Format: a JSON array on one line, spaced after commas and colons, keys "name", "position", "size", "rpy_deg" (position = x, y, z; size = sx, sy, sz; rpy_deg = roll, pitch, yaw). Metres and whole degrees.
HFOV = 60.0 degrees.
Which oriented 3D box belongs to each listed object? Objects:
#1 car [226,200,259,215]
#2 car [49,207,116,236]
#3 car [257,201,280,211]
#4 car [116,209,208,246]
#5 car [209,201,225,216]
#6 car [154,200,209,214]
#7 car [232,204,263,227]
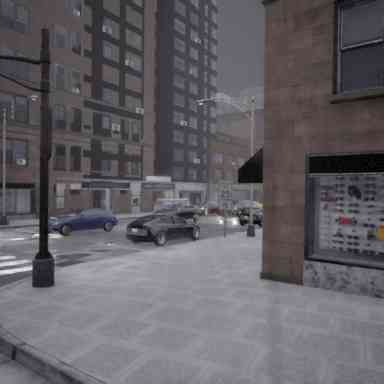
[{"name": "car", "position": [4.786, 1.611, 35.036], "size": [2.097, 1.767, 4.553], "rpy_deg": [1, 0, 36]}, {"name": "car", "position": [-6.458, 1.633, 19.499], "size": [1.812, 1.442, 4.674], "rpy_deg": [1, 0, 38]}, {"name": "car", "position": [11.089, 1.929, 48.171], "size": [1.802, 1.307, 4.206], "rpy_deg": [0, 0, 36]}, {"name": "car", "position": [-1.323, 1.763, 16.449], "size": [1.947, 1.339, 4.313], "rpy_deg": [0, 0, 36]}, {"name": "car", "position": [1.431, 1.644, 34.807], "size": [1.967, 1.590, 4.097], "rpy_deg": [0, 0, 36]}, {"name": "car", "position": [-1.085, 1.670, 26.933], "size": [2.128, 1.511, 4.902], "rpy_deg": [1, 0, 36]}, {"name": "car", "position": [5.118, 1.849, 25.358], "size": [1.947, 1.339, 4.313], "rpy_deg": [0, 0, 36]}]
